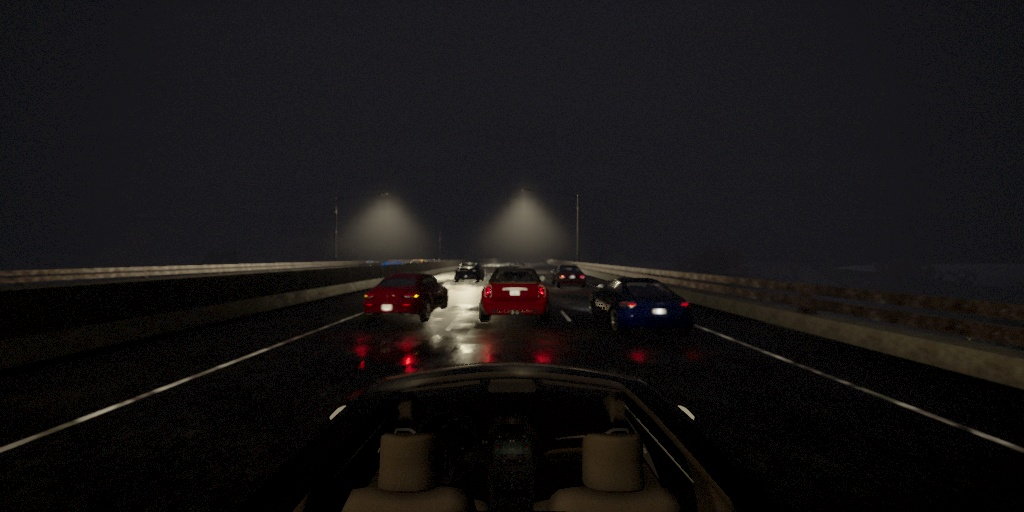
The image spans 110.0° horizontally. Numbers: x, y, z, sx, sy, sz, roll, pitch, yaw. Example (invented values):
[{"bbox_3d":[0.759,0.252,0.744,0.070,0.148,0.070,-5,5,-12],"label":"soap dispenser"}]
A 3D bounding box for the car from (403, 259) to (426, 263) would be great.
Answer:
[{"bbox_3d":[-13.365,1.245,50.846,1.882,1.535,5.008,0,0,2],"label":"car"}]

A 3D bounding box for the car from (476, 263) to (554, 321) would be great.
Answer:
[{"bbox_3d":[0.111,1.098,12.548,2.097,1.767,4.553,0,0,1],"label":"car"}]

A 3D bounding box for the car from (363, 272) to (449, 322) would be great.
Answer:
[{"bbox_3d":[-3.395,1.273,12.132,1.812,1.442,4.674,0,-1,1],"label":"car"}]

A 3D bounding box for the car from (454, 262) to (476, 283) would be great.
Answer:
[{"bbox_3d":[-3.222,1.241,27.809,2.128,1.511,4.902,0,0,1],"label":"car"}]

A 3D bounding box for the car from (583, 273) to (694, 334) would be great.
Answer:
[{"bbox_3d":[3.589,1.311,10.672,1.994,1.385,4.181,0,0,1],"label":"car"}]

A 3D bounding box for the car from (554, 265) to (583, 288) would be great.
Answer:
[{"bbox_3d":[3.698,1.299,24.043,2.033,1.411,5.357,0,0,1],"label":"car"}]

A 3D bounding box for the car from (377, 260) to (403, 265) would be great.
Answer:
[{"bbox_3d":[-16.862,1.243,50.873,1.882,1.535,5.008,0,0,2],"label":"car"}]

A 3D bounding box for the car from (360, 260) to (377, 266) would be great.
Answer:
[{"bbox_3d":[-20.328,1.328,51.799,1.994,1.385,4.181,0,0,2],"label":"car"}]
